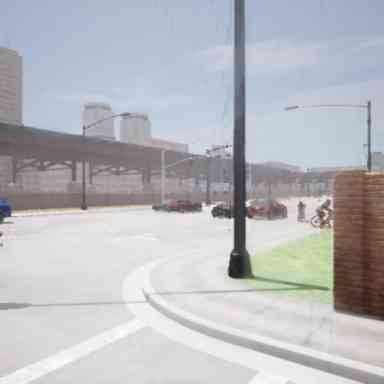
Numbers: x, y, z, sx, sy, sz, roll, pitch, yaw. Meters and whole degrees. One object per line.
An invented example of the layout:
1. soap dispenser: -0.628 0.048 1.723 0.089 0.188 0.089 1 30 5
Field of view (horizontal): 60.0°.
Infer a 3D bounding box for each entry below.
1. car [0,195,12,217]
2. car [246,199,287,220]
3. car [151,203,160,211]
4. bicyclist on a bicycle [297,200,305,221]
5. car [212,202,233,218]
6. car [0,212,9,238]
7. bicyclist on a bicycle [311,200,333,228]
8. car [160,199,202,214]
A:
1. car: -15.393 1.253 22.765 2.150 2.045 5.566 0 0 36
2. car: 6.588 1.366 28.849 2.097 1.767 4.553 0 0 36
3. car: -2.523 1.582 40.275 2.033 1.411 5.357 0 0 36
4. bicyclist on a bicycle: 8.333 1.463 25.267 0.582 1.620 1.656 0 0 24
5. car: 3.609 1.582 30.689 1.994 1.385 4.181 0 0 36
6. car: -10.001 1.620 12.752 1.895 1.301 4.718 0 0 37
7. bicyclist on a bicycle: 7.910 1.307 19.705 1.656 1.620 0.582 0 0 12
8. car: -0.855 1.505 36.650 1.882 1.535 5.008 0 0 36
